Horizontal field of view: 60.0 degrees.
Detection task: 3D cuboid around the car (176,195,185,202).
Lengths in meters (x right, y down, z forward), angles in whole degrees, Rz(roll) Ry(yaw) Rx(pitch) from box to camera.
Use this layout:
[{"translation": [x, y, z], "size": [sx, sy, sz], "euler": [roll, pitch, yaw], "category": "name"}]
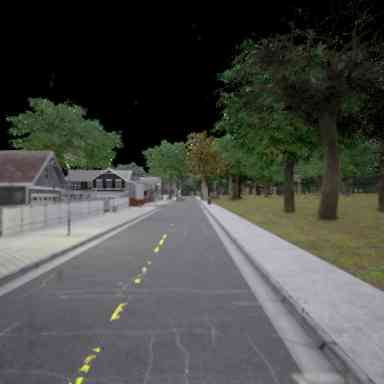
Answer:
[{"translation": [-2.761, 1.503, 80.671], "size": [2.097, 1.767, 4.553], "euler": [0, 0, 0], "category": "car"}]
